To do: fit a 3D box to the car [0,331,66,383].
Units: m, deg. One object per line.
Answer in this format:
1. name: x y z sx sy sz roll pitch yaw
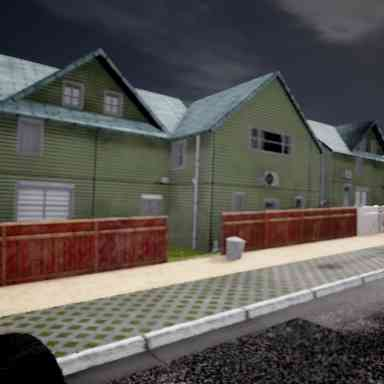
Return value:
1. car: -2.902 1.474 0.878 5.008 1.535 1.882 0 0 -36
